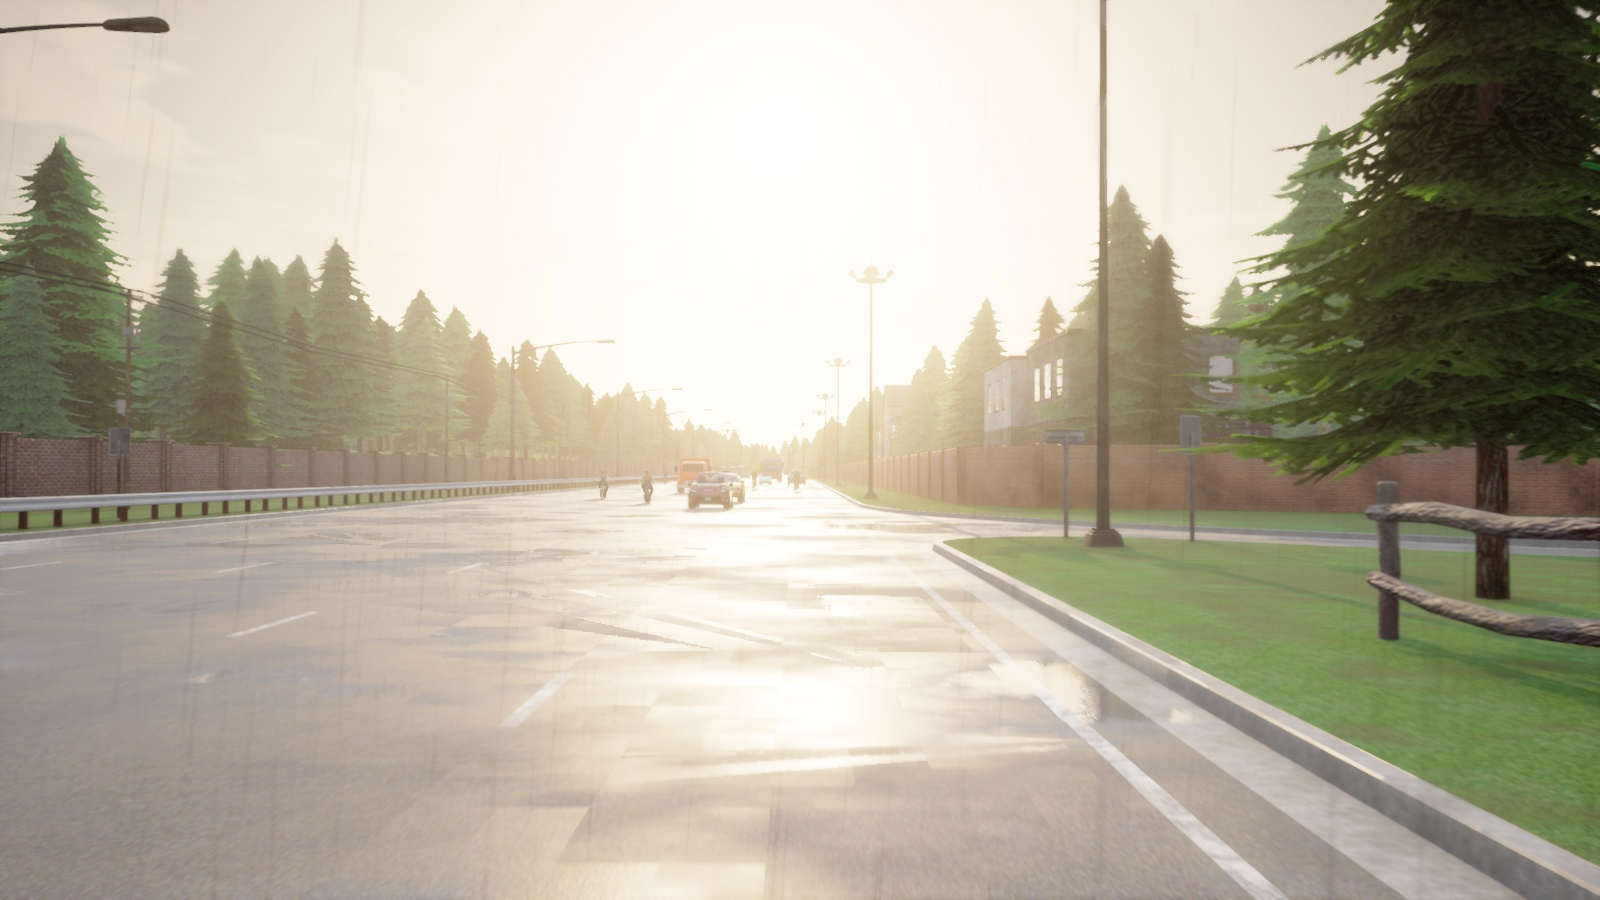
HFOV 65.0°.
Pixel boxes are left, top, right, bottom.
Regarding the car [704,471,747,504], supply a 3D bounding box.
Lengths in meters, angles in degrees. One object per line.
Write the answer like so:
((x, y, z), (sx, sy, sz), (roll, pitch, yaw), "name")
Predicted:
((-3.652, 1.807, 62.190), (1.801, 1.575, 5.366), (0, -1, 0), "car")

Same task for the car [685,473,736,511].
((-3.625, 1.703, 51.478), (1.845, 1.501, 3.633), (0, -1, 0), "car")

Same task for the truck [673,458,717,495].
((-7.214, 1.810, 86.938), (2.627, 2.467, 5.204), (0, -1, 0), "truck")
